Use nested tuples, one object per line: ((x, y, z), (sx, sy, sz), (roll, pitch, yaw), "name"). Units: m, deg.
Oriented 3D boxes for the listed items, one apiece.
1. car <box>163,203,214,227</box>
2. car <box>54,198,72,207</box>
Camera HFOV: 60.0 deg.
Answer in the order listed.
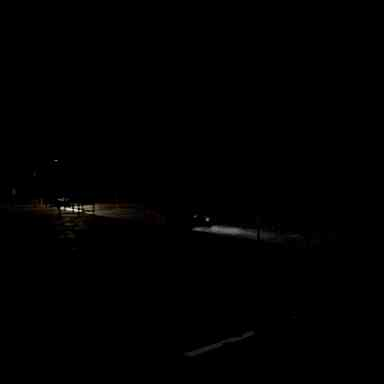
((-0.355, 1.597, 24.480), (2.128, 1.511, 4.902), (-2, 1, -35), "car")
((-20.686, 1.700, 53.490), (1.895, 1.301, 4.718), (-2, 1, -35), "car")
